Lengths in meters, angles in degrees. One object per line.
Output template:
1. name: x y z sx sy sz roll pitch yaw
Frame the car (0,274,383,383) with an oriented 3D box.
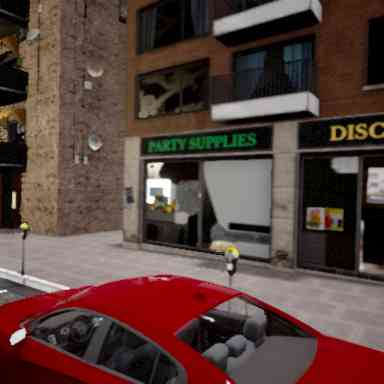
1. car: -0.541 1.530 3.241 4.507 1.381 1.887 0 2 36
